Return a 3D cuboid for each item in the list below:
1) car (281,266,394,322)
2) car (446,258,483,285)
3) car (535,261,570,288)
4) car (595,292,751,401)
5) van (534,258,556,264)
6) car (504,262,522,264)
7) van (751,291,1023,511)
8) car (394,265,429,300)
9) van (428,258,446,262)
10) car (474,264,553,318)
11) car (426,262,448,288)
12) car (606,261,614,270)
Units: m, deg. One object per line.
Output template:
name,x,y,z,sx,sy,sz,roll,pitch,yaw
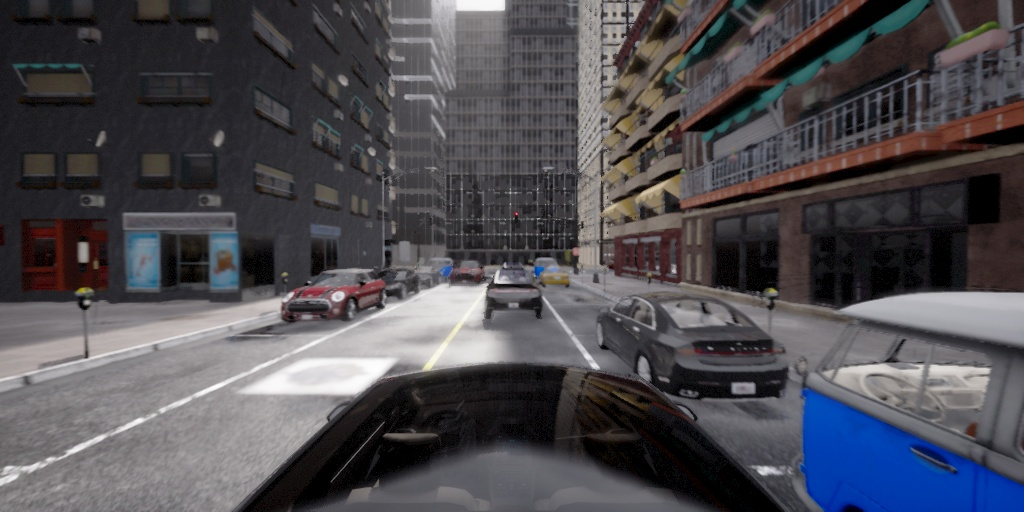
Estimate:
car,-5.697,1.173,11.964,1.967,1.591,4.097,0,0,0
car,-3.076,1.062,25.506,2.097,1.767,4.553,0,0,0
car,2.679,1.240,23.313,1.751,1.417,4.829,0,0,0
car,2.687,1.293,6.338,2.007,1.370,4.403,0,0,0
van,2.677,1.046,28.745,1.690,1.789,3.998,0,0,0
car,0.052,1.200,26.943,2.128,1.511,4.902,0,0,0
van,2.689,1.092,0.735,1.690,1.789,3.998,0,0,0
car,-5.699,1.290,17.565,1.948,1.339,4.313,0,0,0
van,-5.704,1.047,28.770,1.690,1.789,3.998,0,0,0
car,0.063,1.223,12.826,2.128,1.511,4.902,0,0,0
car,-5.702,1.265,23.168,2.007,1.370,4.403,0,0,0
car,15.212,1.019,48.089,5.009,1.841,2.192,0,0,0
